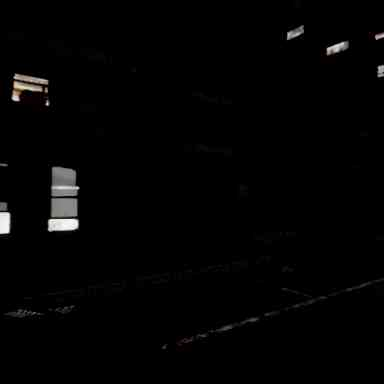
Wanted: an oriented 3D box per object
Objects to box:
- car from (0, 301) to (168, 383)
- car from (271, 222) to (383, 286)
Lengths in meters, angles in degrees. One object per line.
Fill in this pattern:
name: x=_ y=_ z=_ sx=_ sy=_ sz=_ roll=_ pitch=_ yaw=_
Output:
car: x=-2.474 y=1.478 z=1.615 sx=5.008 sy=1.535 sz=1.882 roll=0 pitch=0 yaw=-35
car: x=4.151 y=1.564 z=9.478 sx=4.313 sy=1.339 sz=1.947 roll=0 pitch=1 yaw=-35
